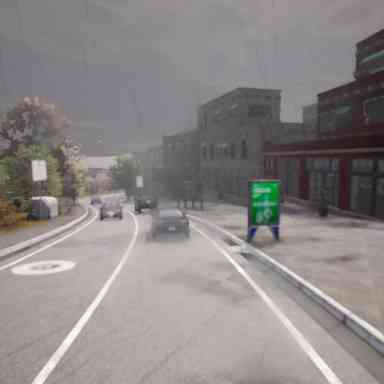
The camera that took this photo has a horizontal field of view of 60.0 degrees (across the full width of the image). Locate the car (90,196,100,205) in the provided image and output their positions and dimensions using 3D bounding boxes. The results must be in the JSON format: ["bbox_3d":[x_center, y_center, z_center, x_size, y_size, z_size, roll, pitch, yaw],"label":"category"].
[{"bbox_3d":[-19.351,1.618,67.221,2.097,1.767,4.553,-2,0,-20],"label":"car"}]

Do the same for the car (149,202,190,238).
[{"bbox_3d":[-1.207,1.499,17.453,1.812,1.442,4.674,-1,0,-7],"label":"car"}]

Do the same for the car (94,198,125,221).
[{"bbox_3d":[-6.796,1.548,28.218,2.128,1.511,4.902,-1,0,-12],"label":"car"}]

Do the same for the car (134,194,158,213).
[{"bbox_3d":[-5.197,1.205,37.350,2.150,2.045,5.566,-2,0,-15],"label":"car"}]
